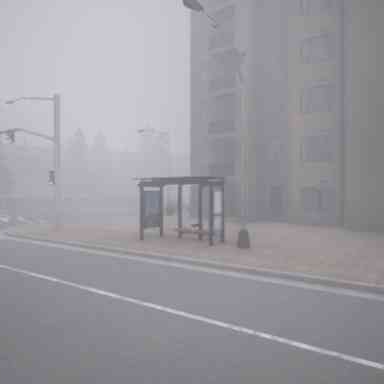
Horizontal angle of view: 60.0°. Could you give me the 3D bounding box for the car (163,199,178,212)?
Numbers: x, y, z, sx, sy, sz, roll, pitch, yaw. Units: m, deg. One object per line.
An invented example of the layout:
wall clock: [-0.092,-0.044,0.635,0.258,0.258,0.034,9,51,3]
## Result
car: [-1.979,1.482,37.959,1.812,1.442,4.674,0,0,38]
